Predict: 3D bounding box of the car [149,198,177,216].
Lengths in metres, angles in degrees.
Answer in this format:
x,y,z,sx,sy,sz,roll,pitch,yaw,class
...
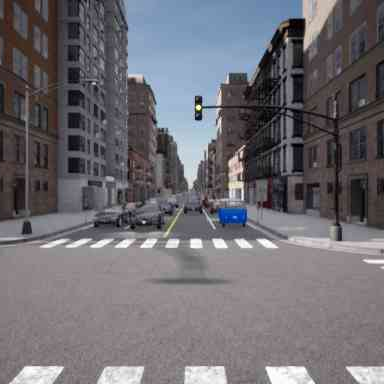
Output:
x,y,z,sx,sy,sz,roll,pitch,yaw,class
-2.800,1.560,31.963,1.994,1.385,4.181,0,0,1,car

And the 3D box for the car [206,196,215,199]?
x,y,z,sx,sy,sz,roll,pitch,yaw,class
2.689,1.573,45.214,1.802,1.307,4.206,0,0,0,car

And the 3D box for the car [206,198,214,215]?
x,y,z,sx,sy,sz,roll,pitch,yaw,class
2.676,1.578,33.851,1.802,1.307,4.206,0,0,0,car

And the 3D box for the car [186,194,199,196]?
x,y,z,sx,sy,sz,roll,pitch,yaw,class
0.167,1.527,59.821,2.033,1.411,5.357,0,0,0,car

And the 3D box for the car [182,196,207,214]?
x,y,z,sx,sy,sz,roll,pitch,yaw,class
0.139,1.487,35.543,2.128,1.511,4.902,0,0,0,car

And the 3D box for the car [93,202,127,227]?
x,y,z,sx,sy,sz,roll,pitch,yaw,class
-5.362,1.548,22.489,2.008,1.369,4.403,0,0,0,car

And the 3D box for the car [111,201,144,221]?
x,y,z,sx,sy,sz,roll,pitch,yaw,class
-5.356,1.541,28.171,1.887,1.381,4.507,0,0,0,car

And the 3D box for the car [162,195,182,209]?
x,y,z,sx,sy,sz,roll,pitch,yaw,class
-2.788,1.517,45.562,1.812,1.442,4.674,0,1,1,car

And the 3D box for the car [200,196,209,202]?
x,y,z,sx,sy,sz,roll,pitch,yaw,class
2.722,1.519,73.620,2.008,1.369,4.403,0,0,0,car

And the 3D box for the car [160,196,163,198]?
x,y,z,sx,sy,sz,roll,pitch,yaw,class
-5.336,1.517,45.047,1.752,1.417,4.829,0,0,0,car

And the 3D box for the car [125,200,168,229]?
x,y,z,sx,sy,sz,roll,pitch,yaw,class
-2.795,1.502,21.594,1.837,1.490,4.892,0,0,-1,car

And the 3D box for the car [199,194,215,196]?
x,y,z,sx,sy,sz,roll,pitch,yaw,class
2.696,1.302,50.896,2.192,1.841,5.009,0,0,0,car

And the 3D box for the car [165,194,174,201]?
x,y,z,sx,sy,sz,roll,pitch,yaw,class
-5.297,1.404,79.308,1.967,1.590,4.097,0,0,0,car

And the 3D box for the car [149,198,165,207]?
x,y,z,sx,sy,sz,roll,pitch,yaw,class
-5.329,1.553,50.899,1.947,1.339,4.313,0,0,0,car

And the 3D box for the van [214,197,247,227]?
x,y,z,sx,sy,sz,roll,pitch,yaw,class
2.663,1.338,22.489,1.690,1.788,3.998,0,0,0,van

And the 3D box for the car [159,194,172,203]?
x,y,z,sx,sy,sz,roll,pitch,yaw,class
-5.310,1.288,67.944,2.192,1.841,5.009,0,0,0,car
